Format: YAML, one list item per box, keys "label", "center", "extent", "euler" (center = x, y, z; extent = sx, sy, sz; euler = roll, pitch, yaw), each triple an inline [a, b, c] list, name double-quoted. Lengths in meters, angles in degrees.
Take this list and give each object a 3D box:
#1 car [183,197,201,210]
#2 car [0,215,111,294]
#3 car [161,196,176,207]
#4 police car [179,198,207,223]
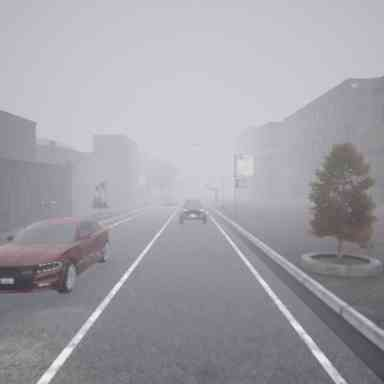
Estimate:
- label: "car"
  center: [-0.010, 1.449, 43.134]
  extent: [2.163, 1.488, 4.792]
  euler: [0, 0, 0]
- label: "car"
  center: [-3.599, 1.459, 8.988]
  extent: [1.882, 1.535, 5.008]
  euler: [0, 0, 0]
- label: "car"
  center: [-3.534, 1.458, 50.867]
  extent: [1.837, 1.490, 4.892]
  euler: [0, 0, 0]
- label: "police car"
  center: [0.066, 1.457, 25.231]
  extent: [2.038, 1.542, 4.974]
  euler: [0, 0, 0]
